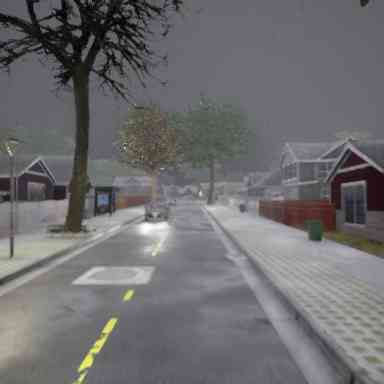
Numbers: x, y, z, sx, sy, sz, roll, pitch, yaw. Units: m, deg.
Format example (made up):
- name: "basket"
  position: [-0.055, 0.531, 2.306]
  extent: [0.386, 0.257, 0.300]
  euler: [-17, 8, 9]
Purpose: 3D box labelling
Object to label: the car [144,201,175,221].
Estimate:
- name: "car"
  position: [-2.784, 1.541, 27.671]
  extent: [2.128, 1.511, 4.902]
  euler: [0, 0, 0]
